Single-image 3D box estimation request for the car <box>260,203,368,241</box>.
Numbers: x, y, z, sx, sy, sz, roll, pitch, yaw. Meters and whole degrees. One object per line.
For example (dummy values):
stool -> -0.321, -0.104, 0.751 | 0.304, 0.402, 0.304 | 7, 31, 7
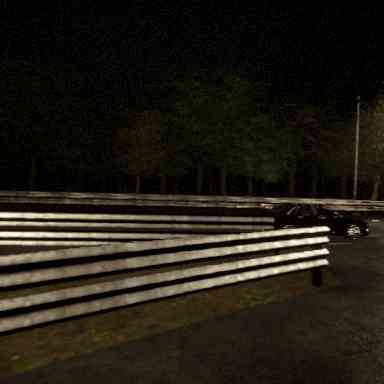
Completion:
car -> 5.402, 1.290, 15.004 | 4.892, 1.490, 1.837 | 2, 1, -6
